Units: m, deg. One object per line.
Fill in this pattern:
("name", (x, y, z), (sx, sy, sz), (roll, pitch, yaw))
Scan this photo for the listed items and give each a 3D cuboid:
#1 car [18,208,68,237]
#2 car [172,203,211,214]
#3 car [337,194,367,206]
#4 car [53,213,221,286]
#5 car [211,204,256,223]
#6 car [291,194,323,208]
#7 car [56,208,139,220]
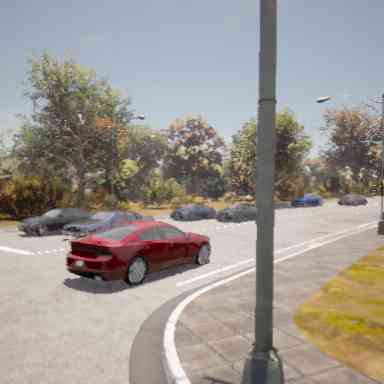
("car", (-7.556, 1.652, 19.310), (1.812, 1.442, 4.674), (0, 0, 38))
("car", (0.151, 1.673, 28.394), (1.994, 1.385, 4.181), (0, 1, 43))
("car", (19.850, 0.970, 41.216), (4.181, 1.385, 1.994), (-3, 1, -36))
("car", (-1.299, 1.610, 10.037), (1.882, 1.535, 5.008), (0, -1, 35))
("car", (3.856, 1.654, 27.225), (1.994, 1.385, 4.181), (0, 1, 44))
("car", (14.299, 1.045, 41.394), (5.008, 1.535, 1.882), (-2, 1, -37))
("car", (-4.221, 1.698, 18.001), (2.033, 1.411, 5.357), (0, 0, 35))
